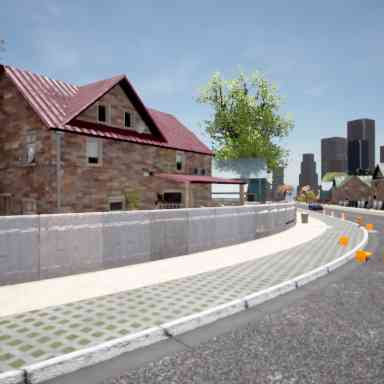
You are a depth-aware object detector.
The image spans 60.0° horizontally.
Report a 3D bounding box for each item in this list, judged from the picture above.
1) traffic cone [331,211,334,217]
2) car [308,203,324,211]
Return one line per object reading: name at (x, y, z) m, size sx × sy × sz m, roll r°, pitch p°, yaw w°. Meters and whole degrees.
traffic cone at (15.619, 2.431, 36.987) m, size 0.340 × 0.580 × 0.340 m, roll 0°, pitch -1°, yaw 12°
car at (20.862, 2.461, 56.292) m, size 1.895 × 1.301 × 4.718 m, roll 0°, pitch -1°, yaw 12°
